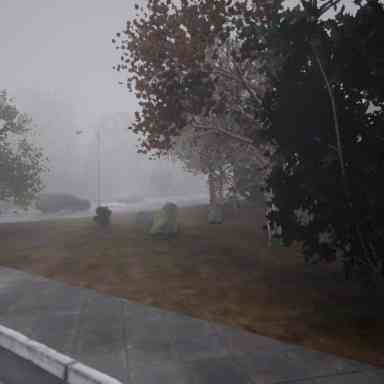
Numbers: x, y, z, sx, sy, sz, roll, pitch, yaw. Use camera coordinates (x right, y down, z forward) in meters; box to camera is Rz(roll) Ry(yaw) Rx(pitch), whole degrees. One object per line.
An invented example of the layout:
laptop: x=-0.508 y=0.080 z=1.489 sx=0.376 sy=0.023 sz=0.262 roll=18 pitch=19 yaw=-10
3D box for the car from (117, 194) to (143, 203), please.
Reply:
car: x=-9.504 y=0.974 z=51.230 sx=1.994 sy=1.385 sz=4.181 roll=0 pitch=3 yaw=39

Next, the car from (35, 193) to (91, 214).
car: x=-13.443 y=1.142 z=34.871 sx=2.150 sy=2.045 sz=5.566 roll=0 pitch=1 yaw=38

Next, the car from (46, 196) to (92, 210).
car: x=-15.912 y=1.354 z=43.298 sx=2.033 sy=1.411 sz=5.357 roll=0 pitch=2 yaw=39

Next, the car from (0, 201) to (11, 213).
car: x=-22.151 y=1.532 z=35.556 sx=1.837 sy=1.490 sz=4.892 roll=0 pitch=1 yaw=39
